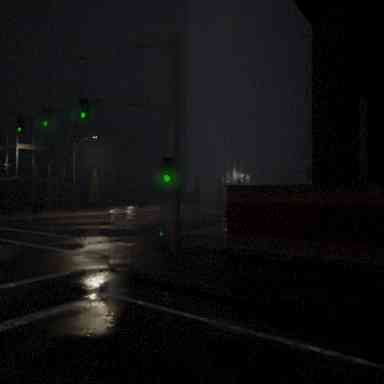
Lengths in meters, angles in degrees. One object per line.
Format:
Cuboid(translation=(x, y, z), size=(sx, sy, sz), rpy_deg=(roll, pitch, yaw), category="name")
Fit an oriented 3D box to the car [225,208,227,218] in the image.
Cuboid(translation=(4.530, 1.544, 27.956), size=(1.837, 1.490, 4.892), rpy_deg=(0, 0, 36), category="car")
